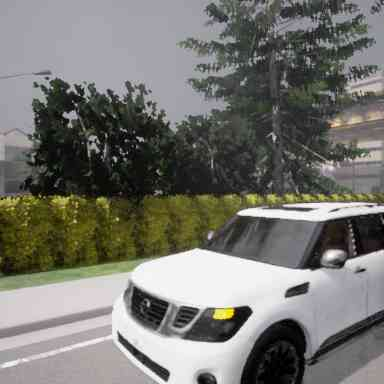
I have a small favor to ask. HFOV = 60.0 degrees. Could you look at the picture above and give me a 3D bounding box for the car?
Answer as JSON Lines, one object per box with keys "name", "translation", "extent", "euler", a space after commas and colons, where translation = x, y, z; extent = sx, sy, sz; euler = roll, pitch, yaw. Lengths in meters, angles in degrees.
{"name": "car", "translation": [1.626, 1.220, 5.186], "extent": [5.566, 2.045, 2.150], "euler": [0, 0, -37]}
